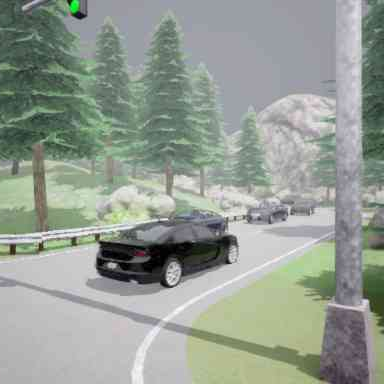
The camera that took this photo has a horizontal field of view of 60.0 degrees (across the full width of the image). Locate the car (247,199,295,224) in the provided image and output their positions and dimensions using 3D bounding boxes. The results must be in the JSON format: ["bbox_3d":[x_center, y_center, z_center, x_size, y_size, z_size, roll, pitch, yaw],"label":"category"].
[{"bbox_3d":[5.723,1.504,24.983,2.128,1.511,4.902,0,0,34],"label":"car"}]

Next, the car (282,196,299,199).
[{"bbox_3d":[15.387,1.343,53.065,2.097,1.767,4.553,-1,1,-35],"label":"car"}]

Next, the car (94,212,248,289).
[{"bbox_3d":[-0.405,1.539,9.484,1.882,1.535,5.008,0,-1,34],"label":"car"}]

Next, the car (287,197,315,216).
[{"bbox_3d":[11.225,1.517,33.592,1.837,1.490,4.892,0,0,27],"label":"car"}]

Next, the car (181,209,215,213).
[{"bbox_3d":[0.156,1.576,16.742,1.994,1.385,4.181,0,0,34],"label":"car"}]
